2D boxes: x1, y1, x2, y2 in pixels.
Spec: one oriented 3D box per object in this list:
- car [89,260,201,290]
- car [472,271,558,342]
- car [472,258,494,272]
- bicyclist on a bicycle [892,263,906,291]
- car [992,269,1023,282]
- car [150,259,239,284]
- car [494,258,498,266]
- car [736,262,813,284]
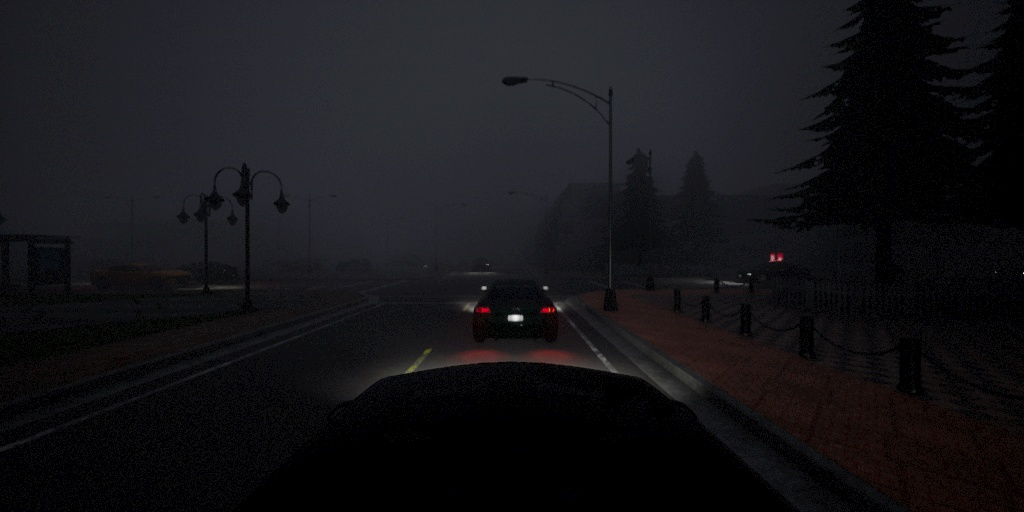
[{"bbox_3d":[-22.349,1.181,21.758,5.008,1.535,1.882,0,0,-1],"label":"car"},{"bbox_3d":[0.078,1.289,9.679,1.994,1.385,4.181,0,0,0],"label":"car"},{"bbox_3d":[-3.590,0.973,43.159,2.097,1.767,4.553,0,0,0],"label":"car"},{"bbox_3d":[19.477,1.014,18.390,0.582,1.620,1.656,0,0,-1],"label":"bicyclist on a bicycle"},{"bbox_3d":[38.141,1.290,25.964,4.718,1.301,1.895,0,0,0],"label":"car"},{"bbox_3d":[-22.263,1.183,25.471,4.902,1.511,2.128,0,0,-1],"label":"car"},{"bbox_3d":[-3.508,1.103,64.294,2.033,1.411,5.357,0,0,1],"label":"car"},{"bbox_3d":[18.864,1.194,25.863,4.892,1.490,1.837,0,0,-1],"label":"car"}]
